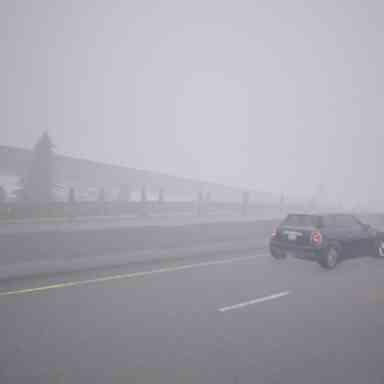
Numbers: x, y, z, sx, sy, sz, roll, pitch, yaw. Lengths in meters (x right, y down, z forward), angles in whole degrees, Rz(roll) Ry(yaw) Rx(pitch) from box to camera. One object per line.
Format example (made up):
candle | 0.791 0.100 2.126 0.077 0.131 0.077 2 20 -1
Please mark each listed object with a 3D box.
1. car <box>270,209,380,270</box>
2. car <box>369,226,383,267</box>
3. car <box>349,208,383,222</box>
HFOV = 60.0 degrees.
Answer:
car | 4.850 1.437 11.546 4.553 1.767 2.097 1 0 -35
car | 7.232 1.636 8.939 5.357 1.411 2.033 1 0 -35
car | 21.515 2.819 40.807 4.718 1.301 1.895 6 -4 -35
